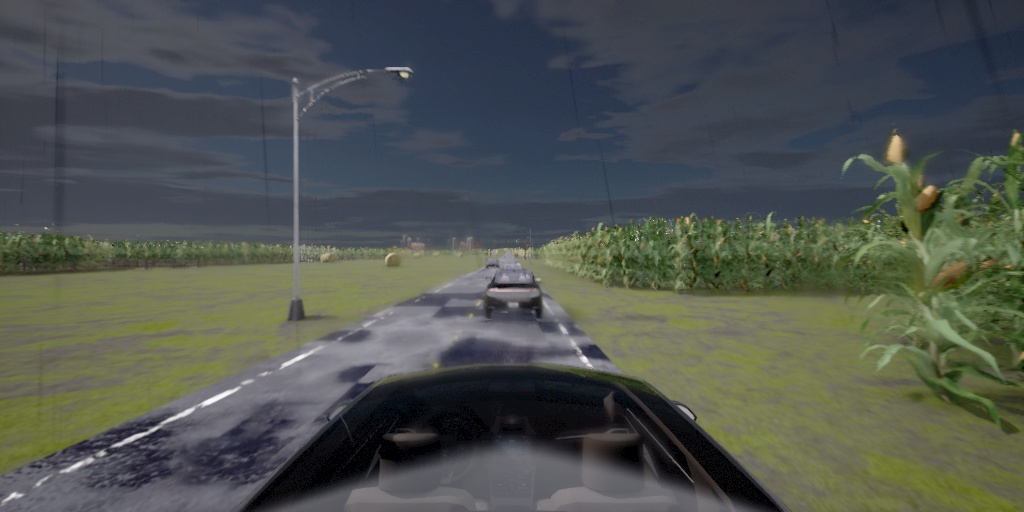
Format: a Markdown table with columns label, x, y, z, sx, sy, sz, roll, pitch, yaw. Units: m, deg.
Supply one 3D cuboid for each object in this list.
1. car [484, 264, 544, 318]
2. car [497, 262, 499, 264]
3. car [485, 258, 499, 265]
| label | x | y | z | sx | sy | sz | roll | pitch | yaw |
| --- | --- | --- | --- | --- | --- | --- | --- | --- | --- |
| car | 0.070 | 1.203 | 12.792 | 2.128 | 1.511 | 4.902 | 0 | 0 | 0 |
| car | 0.061 | 1.252 | 26.720 | 1.895 | 1.301 | 4.718 | 0 | 0 | 0 |
| car | -2.822 | 1.017 | 52.138 | 1.837 | 1.490 | 4.892 | 0 | 0 | 0 |
